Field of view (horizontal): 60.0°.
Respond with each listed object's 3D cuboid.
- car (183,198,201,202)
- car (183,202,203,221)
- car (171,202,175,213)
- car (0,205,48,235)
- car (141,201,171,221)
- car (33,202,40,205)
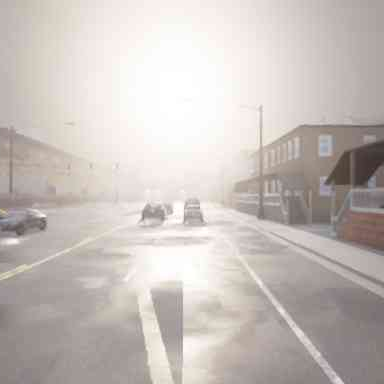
[{"bbox_3d":[0.037,1.748,44.461,2.150,2.045,5.566,0,0,0],"label":"car"},{"bbox_3d":[0.100,1.910,30.631,2.033,1.411,5.357,0,-1,0],"label":"car"},{"bbox_3d":[-3.452,2.011,45.171,1.882,1.535,5.008,0,0,1],"label":"car"},{"bbox_3d":[-10.558,1.768,20.544,1.812,1.442,4.674,0,-1,0],"label":"car"},{"bbox_3d":[-3.479,1.723,31.506,2.097,1.767,4.553,0,-1,0],"label":"car"},{"bbox_3d":[-30.738,2.184,62.281,2.038,1.542,4.974,0,-1,29],"label":"car"}]
